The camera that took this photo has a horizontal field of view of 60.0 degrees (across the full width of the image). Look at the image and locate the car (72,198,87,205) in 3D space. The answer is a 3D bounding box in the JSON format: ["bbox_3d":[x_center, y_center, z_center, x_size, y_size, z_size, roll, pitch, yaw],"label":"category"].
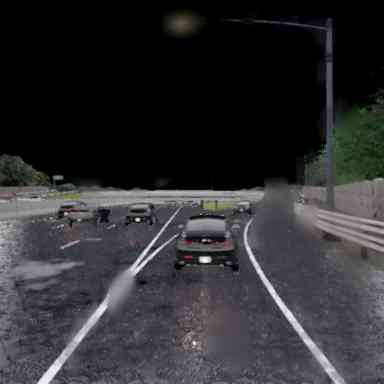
[{"bbox_3d":[-24.538,2.111,72.758,1.812,1.442,4.674,0,-1,0],"label":"car"}]

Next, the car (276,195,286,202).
[{"bbox_3d":[20.515,1.627,77.086,1.895,1.301,4.718,-1,1,17],"label":"car"}]

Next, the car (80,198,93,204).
[{"bbox_3d":[-28.047,2.443,88.478,1.837,1.490,4.892,0,-2,0],"label":"car"}]

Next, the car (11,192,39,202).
[{"bbox_3d":[-28.053,1.534,57.072,2.150,2.045,5.566,0,-1,1],"label":"car"}]

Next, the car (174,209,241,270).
[{"bbox_3d":[0.540,1.510,11.083,1.837,1.490,4.892,0,0,5],"label":"car"}]

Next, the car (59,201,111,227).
[{"bbox_3d":[-6.912,1.518,22.840,2.128,1.511,4.902,0,0,0],"label":"car"}]

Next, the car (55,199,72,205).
[{"bbox_3d":[-28.039,2.182,72.691,1.895,1.301,4.718,0,-1,0],"label":"car"}]

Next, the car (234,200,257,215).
[{"bbox_3d":[5.593,1.621,35.107,1.812,1.442,4.674,-1,-1,18],"label":"car"}]

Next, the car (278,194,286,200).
[{"bbox_3d":[23.467,1.339,86.757,1.895,1.301,4.718,-1,1,16],"label":"car"}]

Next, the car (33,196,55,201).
[{"bbox_3d":[-24.555,1.863,57.246,2.033,1.411,5.357,0,-1,1],"label":"car"}]

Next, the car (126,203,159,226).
[{"bbox_3d":[-3.513,1.534,23.978,1.837,1.490,4.892,0,0,0],"label":"car"}]

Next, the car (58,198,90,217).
[{"bbox_3d":[-10.417,1.554,29.897,1.837,1.490,4.892,0,0,0],"label":"car"}]
